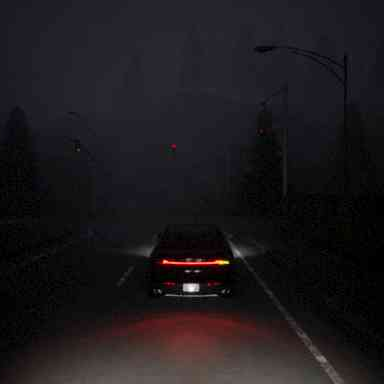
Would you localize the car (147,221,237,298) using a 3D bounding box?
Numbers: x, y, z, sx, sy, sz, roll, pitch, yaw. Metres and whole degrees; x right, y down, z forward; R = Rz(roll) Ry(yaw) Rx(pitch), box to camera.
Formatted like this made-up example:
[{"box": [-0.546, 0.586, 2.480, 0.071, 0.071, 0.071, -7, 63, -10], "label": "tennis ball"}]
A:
[{"box": [0.025, 1.505, 8.514, 1.837, 1.490, 4.892, 0, 0, 1], "label": "car"}]
